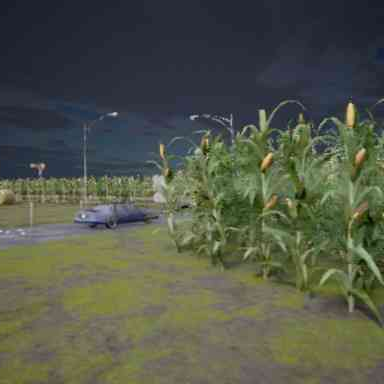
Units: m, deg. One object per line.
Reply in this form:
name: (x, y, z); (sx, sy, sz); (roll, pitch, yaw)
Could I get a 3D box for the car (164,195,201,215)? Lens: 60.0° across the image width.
car: (-1.096, 1.054, 29.572); (2.097, 1.767, 4.553); (-1, 0, 35)

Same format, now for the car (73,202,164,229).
car: (-4.359, 1.315, 19.804); (2.033, 1.411, 5.357); (-1, 0, 35)
